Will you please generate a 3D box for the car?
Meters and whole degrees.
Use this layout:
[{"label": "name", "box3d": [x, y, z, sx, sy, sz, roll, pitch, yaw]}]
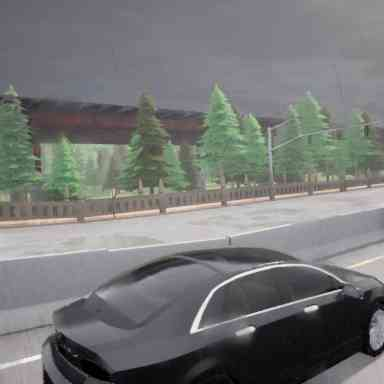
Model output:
[{"label": "car", "box3d": [0.748, 1.482, 4.287, 4.892, 1.490, 1.837, -2, 1, -36]}]
